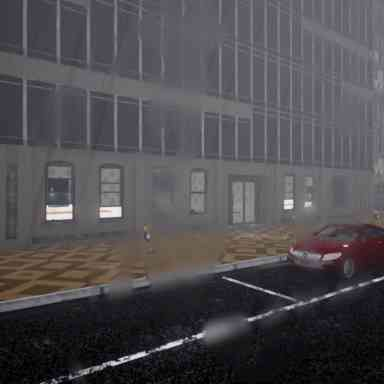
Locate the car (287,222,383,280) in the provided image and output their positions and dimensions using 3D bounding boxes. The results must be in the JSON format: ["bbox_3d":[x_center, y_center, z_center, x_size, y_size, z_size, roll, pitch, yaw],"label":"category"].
[{"bbox_3d":[4.639,1.582,9.892,4.206,1.307,1.802,0,0,-36],"label":"car"}]
